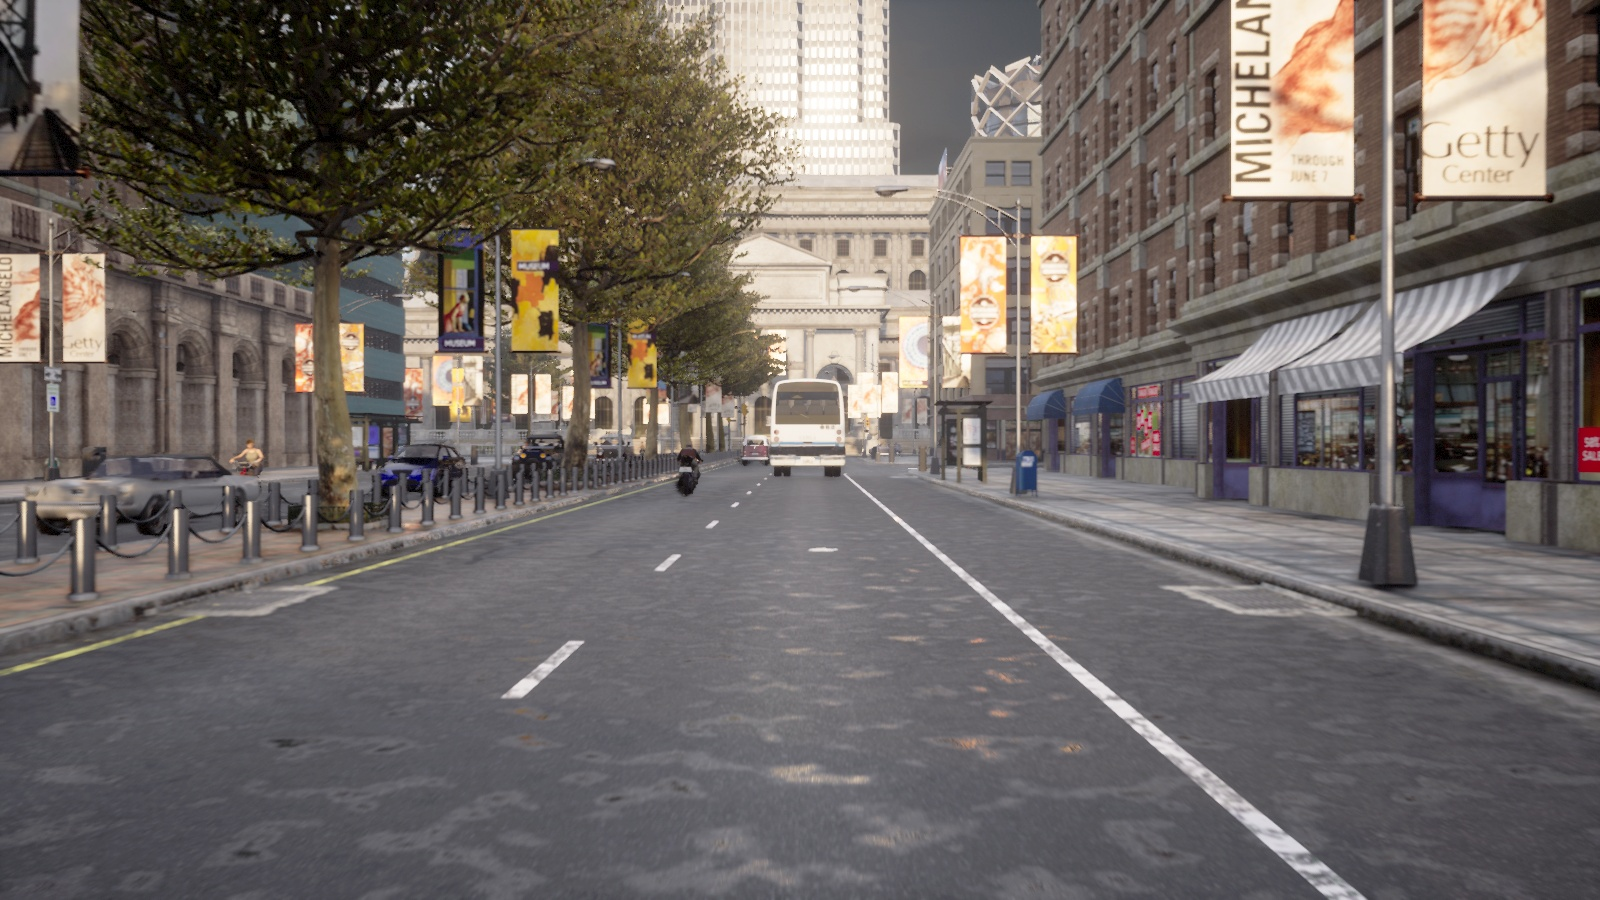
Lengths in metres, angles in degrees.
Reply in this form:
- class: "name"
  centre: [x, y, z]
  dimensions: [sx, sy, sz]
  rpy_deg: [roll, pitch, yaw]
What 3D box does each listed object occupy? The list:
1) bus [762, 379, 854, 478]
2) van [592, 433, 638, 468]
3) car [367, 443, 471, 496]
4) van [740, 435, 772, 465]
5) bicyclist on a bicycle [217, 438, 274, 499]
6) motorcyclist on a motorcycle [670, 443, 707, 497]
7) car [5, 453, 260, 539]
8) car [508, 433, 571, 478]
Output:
- class: "bus"
  centre: [0.341, -0.962, 58.973]
  dimensions: [3.944, 4.253, 10.273]
  rpy_deg: [0, 0, 0]
- class: "van"
  centre: [-11.058, 0.037, 75.320]
  dimensions: [2.069, 2.038, 4.480]
  rpy_deg: [0, 0, 0]
- class: "car"
  centre: [-11.273, 0.540, 37.463]
  dimensions: [1.816, 1.474, 4.193]
  rpy_deg: [0, 0, 0]
- class: "van"
  centre: [-2.995, -0.019, 86.362]
  dimensions: [2.069, 2.038, 4.480]
  rpy_deg: [0, 0, 0]
- class: "bicyclist on a bicycle"
  centre: [-14.800, 0.482, 33.569]
  dimensions: [0.866, 1.612, 1.509]
  rpy_deg: [0, 0, 0]
- class: "motorcyclist on a motorcycle"
  centre: [-3.275, 0.570, 37.071]
  dimensions: [0.866, 1.530, 2.191]
  rpy_deg: [0, 0, 0]
- class: "car"
  centre: [-11.361, 0.715, 21.817]
  dimensions: [1.895, 1.301, 4.718]
  rpy_deg: [0, 0, 0]
- class: "car"
  centre: [-11.178, 0.228, 54.100]
  dimensions: [1.905, 1.878, 3.866]
  rpy_deg: [0, 0, 0]
